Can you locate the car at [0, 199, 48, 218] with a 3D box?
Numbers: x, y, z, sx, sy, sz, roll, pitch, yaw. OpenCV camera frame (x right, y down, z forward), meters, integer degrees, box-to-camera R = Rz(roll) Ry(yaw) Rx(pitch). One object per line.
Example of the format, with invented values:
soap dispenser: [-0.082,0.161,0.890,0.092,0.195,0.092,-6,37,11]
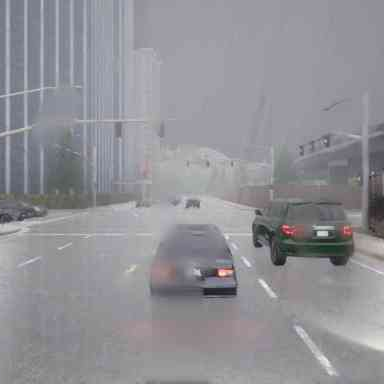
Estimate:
car: [-14.939,1.407,28.645,4.553,1.767,2.097,0,0,-2]

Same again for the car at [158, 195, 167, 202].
car: [-6.973,1.512,78.725,1.812,1.442,4.674,0,0,0]

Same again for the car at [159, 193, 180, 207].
car: [-3.570,1.221,52.869,2.150,2.045,5.566,0,0,0]

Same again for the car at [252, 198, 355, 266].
car: [3.575,1.221,11.716,2.150,2.045,5.566,0,0,1]

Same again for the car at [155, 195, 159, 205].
car: [-7.059,1.352,58.134,2.097,1.767,4.553,0,0,0]

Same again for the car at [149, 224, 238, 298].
car: [0.058,1.547,8.683,2.033,1.411,5.357,0,0,1]

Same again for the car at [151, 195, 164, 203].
car: [-6.990,1.491,68.071,2.128,1.511,4.902,0,0,0]

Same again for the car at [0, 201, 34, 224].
car: [-14.657,1.619,25.027,4.181,1.385,1.994,0,0,0]

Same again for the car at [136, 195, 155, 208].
car: [-7.075,1.504,48.942,1.837,1.490,4.892,0,0,0]

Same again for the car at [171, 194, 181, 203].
car: [-3.475,1.355,72.598,2.097,1.767,4.553,0,0,0]

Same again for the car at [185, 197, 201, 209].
car: [0.104,1.503,46.070,1.837,1.490,4.892,1,0,1]
